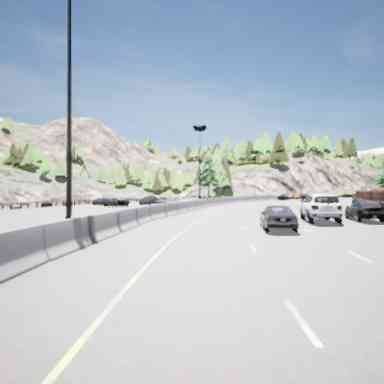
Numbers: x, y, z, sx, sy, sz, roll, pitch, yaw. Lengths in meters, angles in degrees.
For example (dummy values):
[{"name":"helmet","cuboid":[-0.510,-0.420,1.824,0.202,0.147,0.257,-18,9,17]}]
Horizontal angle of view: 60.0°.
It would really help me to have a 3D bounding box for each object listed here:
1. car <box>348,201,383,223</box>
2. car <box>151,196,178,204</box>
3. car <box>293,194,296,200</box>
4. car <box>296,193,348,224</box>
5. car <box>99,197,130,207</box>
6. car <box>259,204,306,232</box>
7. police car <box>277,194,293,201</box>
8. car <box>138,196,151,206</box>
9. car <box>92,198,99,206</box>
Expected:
[{"name":"car","cuboid":[13.158,1.465,25.508,1.837,1.490,4.892,0,0,10]},{"name":"car","cuboid":[-3.577,1.461,46.226,1.895,1.301,4.718,0,0,17]},{"name":"car","cuboid":[27.681,1.272,89.030,1.801,1.575,5.366,0,0,35]},{"name":"car","cuboid":[9.404,1.175,24.522,2.150,2.045,5.566,0,0,10]},{"name":"car","cuboid":[-10.665,1.442,46.929,1.895,1.301,4.718,0,0,16]},{"name":"car","cuboid":[5.114,1.503,19.880,2.033,1.411,5.357,0,0,8]},{"name":"police car","cuboid":[22.257,1.252,80.848,1.930,1.638,5.238,0,0,32]},{"name":"car","cuboid":[-6.272,1.352,49.291,1.837,1.490,4.892,0,0,18]},{"name":"car","cuboid":[-13.300,1.389,50.249,1.994,1.385,4.181,0,0,17]}]
